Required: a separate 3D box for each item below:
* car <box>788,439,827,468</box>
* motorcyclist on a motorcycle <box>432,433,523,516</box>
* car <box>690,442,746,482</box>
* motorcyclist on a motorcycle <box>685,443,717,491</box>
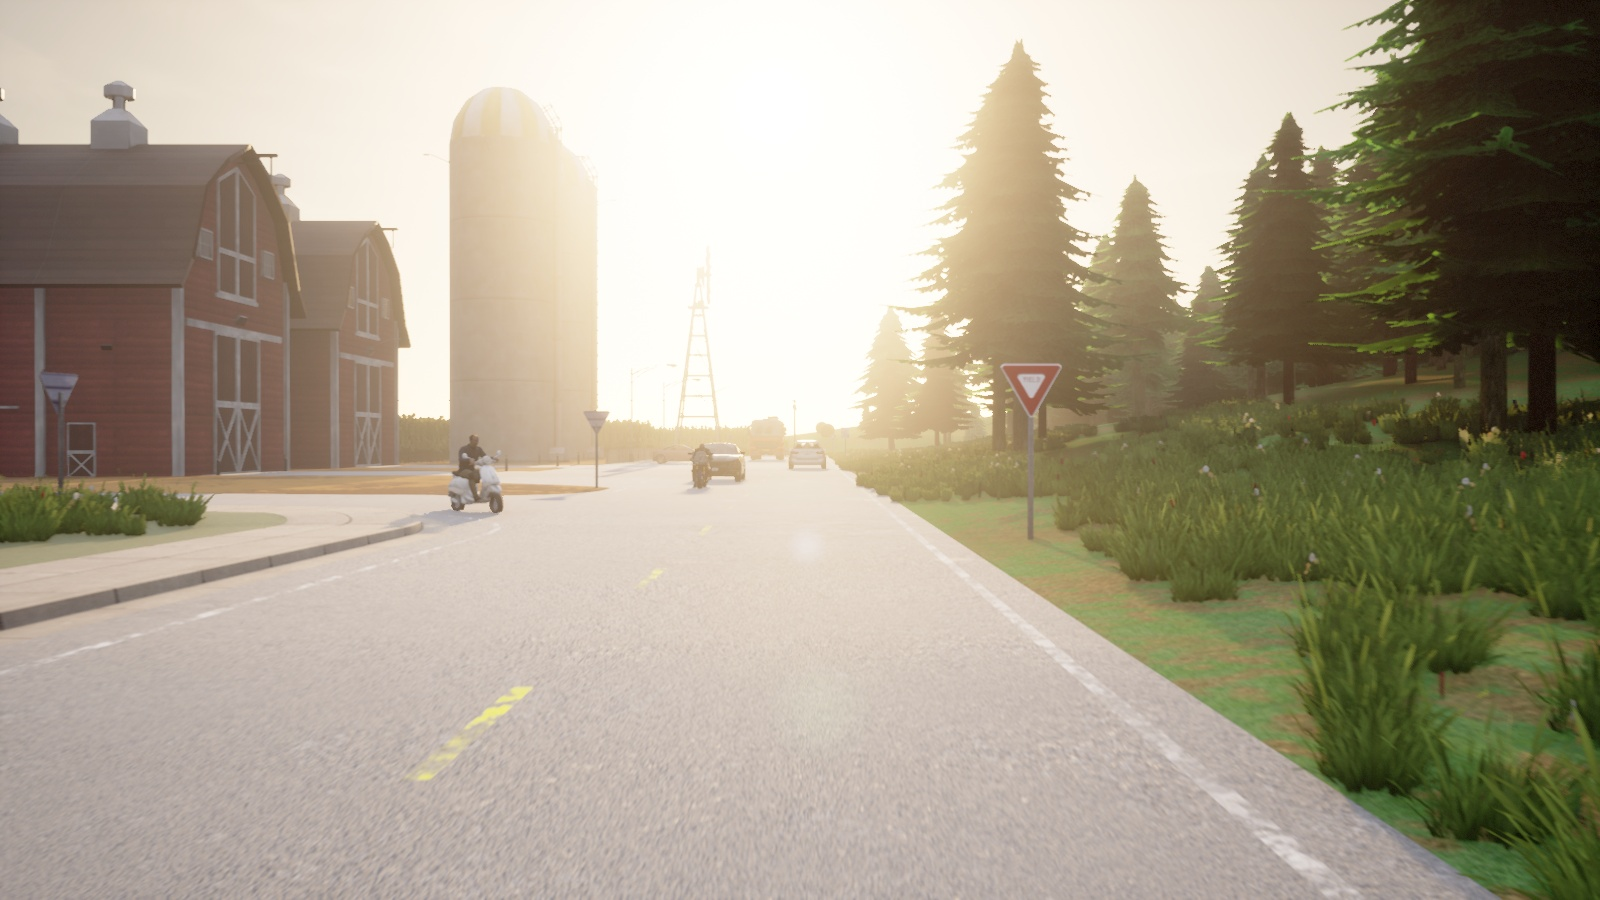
[{"bbox_3d":[0.436,0.175,73.781,2.242,1.667,4.611,0,0,0],"label":"car"},{"bbox_3d":[-6.478,0.463,25.199,1.817,1.590,0.866,0,1,41],"label":"motorcyclist on a motorcycle"},{"bbox_3d":[-3.201,0.441,49.831,1.882,1.535,5.008,0,0,0],"label":"car"},{"bbox_3d":[-3.250,0.545,41.584,0.866,1.530,2.191,0,0,0],"label":"motorcyclist on a motorcycle"}]
